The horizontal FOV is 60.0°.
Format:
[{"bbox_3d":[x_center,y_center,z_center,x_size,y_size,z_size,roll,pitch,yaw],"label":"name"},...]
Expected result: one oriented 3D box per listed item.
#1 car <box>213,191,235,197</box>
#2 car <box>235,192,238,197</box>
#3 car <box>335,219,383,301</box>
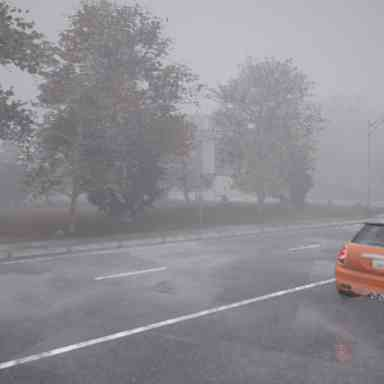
[{"bbox_3d":[6.627,0.548,72.812,2.097,1.767,4.553,-1,0,-35],"label":"car"},{"bbox_3d":[9.503,0.512,74.805,2.097,1.767,4.553,-1,0,-35],"label":"car"},{"bbox_3d":[5.159,1.317,7.140,4.553,1.767,2.097,0,0,-34],"label":"car"}]
